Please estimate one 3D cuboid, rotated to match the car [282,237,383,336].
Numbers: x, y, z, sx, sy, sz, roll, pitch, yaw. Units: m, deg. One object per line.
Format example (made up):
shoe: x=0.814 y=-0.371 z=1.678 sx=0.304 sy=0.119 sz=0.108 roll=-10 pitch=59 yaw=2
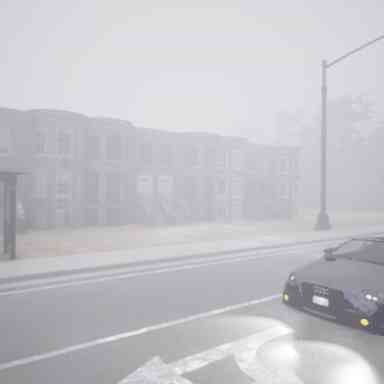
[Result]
car: x=3.756 y=1.639 z=6.671 sx=4.181 sy=1.385 sz=1.994 roll=1 pitch=0 yaw=-35
